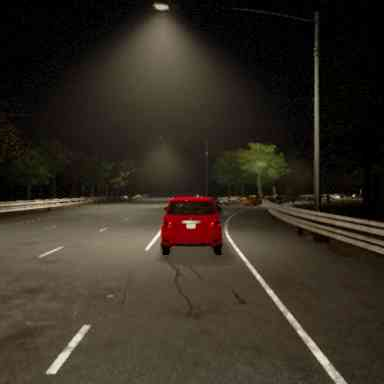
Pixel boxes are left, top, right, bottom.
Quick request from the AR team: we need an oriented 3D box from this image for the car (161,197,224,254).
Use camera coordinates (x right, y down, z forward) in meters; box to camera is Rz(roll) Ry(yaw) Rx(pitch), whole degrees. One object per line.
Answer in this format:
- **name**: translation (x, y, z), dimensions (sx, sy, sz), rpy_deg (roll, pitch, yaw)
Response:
- **car**: translation (0.039, 1.202, 13.534), dimensions (2.150, 2.045, 5.566), rpy_deg (0, 0, 1)

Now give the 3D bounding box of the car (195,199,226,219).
- **car**: translation (1.766, 1.449, 29.567), dimensions (2.128, 1.511, 4.902), rpy_deg (0, 0, 11)

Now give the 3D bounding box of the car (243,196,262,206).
- **car**: translation (9.511, 1.413, 51.663), dimensions (1.882, 1.535, 5.008), rpy_deg (0, 0, 27)

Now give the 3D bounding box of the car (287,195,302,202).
- **car**: translation (21.112, 1.361, 68.923), dimensions (1.837, 1.490, 4.892), rpy_deg (0, 0, 41)
